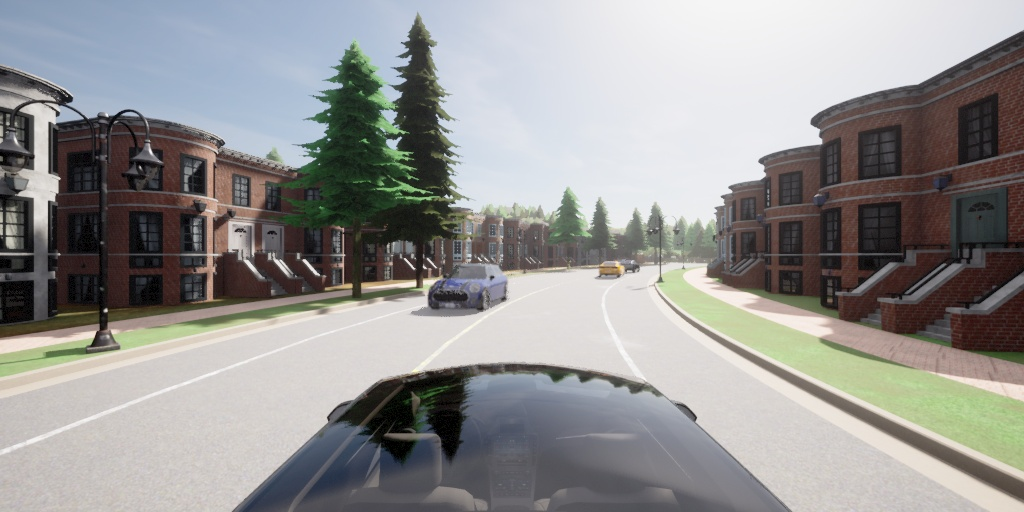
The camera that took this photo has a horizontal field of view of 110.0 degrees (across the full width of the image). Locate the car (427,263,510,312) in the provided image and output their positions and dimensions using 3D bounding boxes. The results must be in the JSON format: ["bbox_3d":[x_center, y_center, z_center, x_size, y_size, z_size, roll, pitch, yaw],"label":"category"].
[{"bbox_3d":[-1.586,1.105,14.450,2.097,1.767,4.553,0,0,14],"label":"car"}]

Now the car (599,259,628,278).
[{"bbox_3d":[9.658,1.235,34.509,1.882,1.535,5.008,0,0,24],"label":"car"}]

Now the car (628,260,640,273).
[{"bbox_3d":[14.347,1.251,43.746,2.128,1.511,4.902,0,0,29],"label":"car"}]
